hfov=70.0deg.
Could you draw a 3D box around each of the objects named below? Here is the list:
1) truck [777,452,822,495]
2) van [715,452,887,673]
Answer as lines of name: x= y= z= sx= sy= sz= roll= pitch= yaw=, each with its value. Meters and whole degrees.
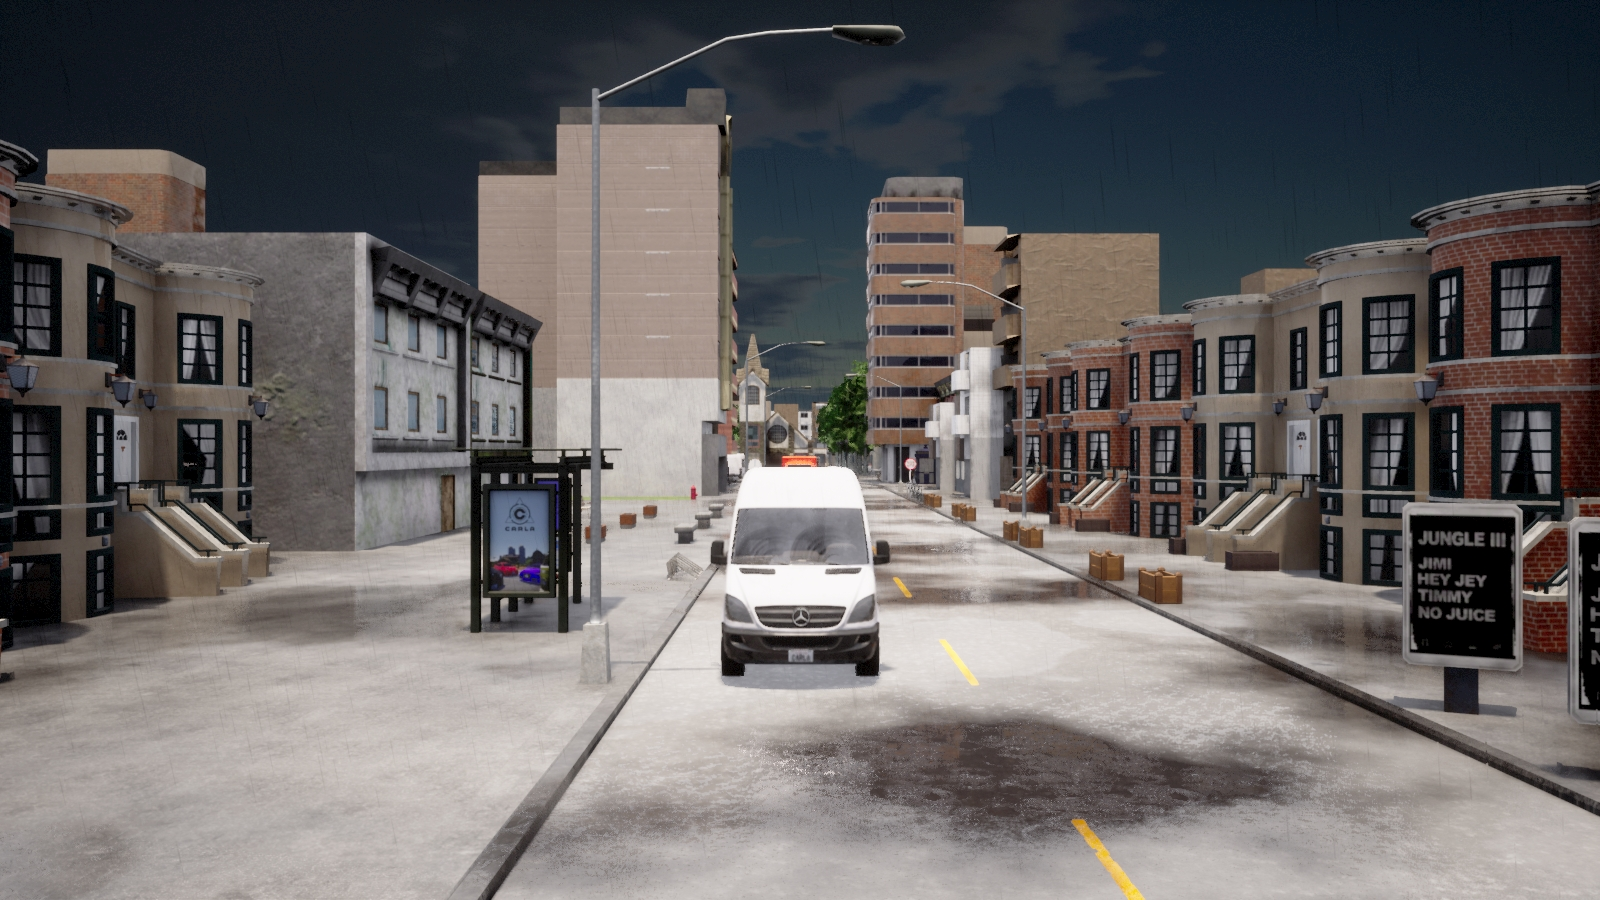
truck: x=-0.037 y=1.374 z=68.093 sx=2.627 sy=2.467 sz=5.204 roll=0 pitch=0 yaw=0
van: x=0.008 y=1.323 z=16.190 sx=1.988 sy=2.561 sz=5.915 roll=0 pitch=0 yaw=0
